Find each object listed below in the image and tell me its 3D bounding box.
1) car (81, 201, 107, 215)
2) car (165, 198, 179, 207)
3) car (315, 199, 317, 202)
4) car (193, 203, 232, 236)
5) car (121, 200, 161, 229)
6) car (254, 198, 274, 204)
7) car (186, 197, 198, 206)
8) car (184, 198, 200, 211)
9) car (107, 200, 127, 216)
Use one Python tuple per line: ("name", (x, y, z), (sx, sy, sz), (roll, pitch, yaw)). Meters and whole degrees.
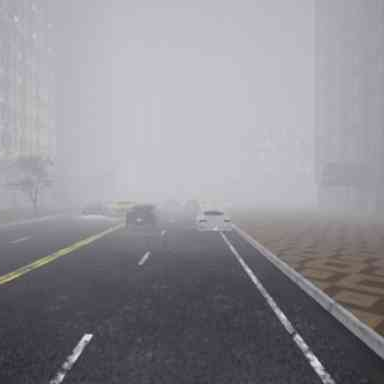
("car", (-9.826, 1.638, 34.184), (1.994, 1.385, 4.181), (0, 0, 0))
("car", (-3.150, 1.677, 52.765), (1.994, 1.385, 4.181), (0, 0, 0))
("car", (32.751, 1.928, 82.625), (4.097, 1.590, 1.967), (1, 0, -1))
("car", (1.138, 1.566, 18.412), (1.812, 1.442, 4.674), (0, 0, 0))
("car", (-3.149, 1.526, 22.329), (1.882, 1.535, 5.008), (0, 0, 0))
("car", (15.922, 1.989, 73.907), (4.403, 1.369, 2.008), (1, 0, -1))
("car", (0.001, 1.693, 58.905), (1.994, 1.385, 4.181), (0, 0, 0))
("car", (0.049, 1.570, 42.944), (1.882, 1.535, 5.008), (0, 0, 1))
("car", (-6.586, 1.549, 33.048), (1.882, 1.535, 5.008), (0, 0, 0))
